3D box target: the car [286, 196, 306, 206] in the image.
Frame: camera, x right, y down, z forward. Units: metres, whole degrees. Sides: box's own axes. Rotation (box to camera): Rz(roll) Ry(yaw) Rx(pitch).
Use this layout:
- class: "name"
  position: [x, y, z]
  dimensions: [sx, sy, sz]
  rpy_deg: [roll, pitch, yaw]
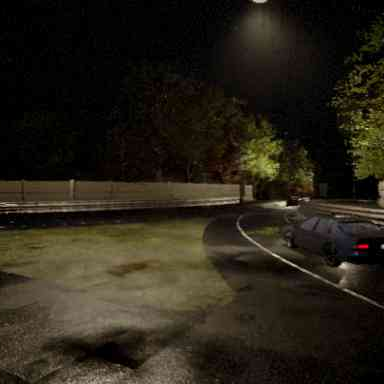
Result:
- class: "car"
  position: [14.333, 1.250, 45.795]
  dimensions: [1.994, 1.385, 4.181]
  rpy_deg: [0, 0, 29]

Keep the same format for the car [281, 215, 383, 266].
- class: "car"
  position: [4.771, 1.464, 11.163]
  dimensions: [2.033, 1.411, 5.357]
  rpy_deg: [0, 0, -6]
